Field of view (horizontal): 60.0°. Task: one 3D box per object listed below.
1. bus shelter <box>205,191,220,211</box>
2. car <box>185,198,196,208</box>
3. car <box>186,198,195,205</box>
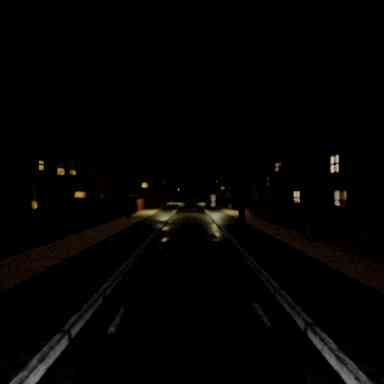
[{"bbox_3d":[2.847,1.174,47.079,1.920,2.740,3.880,0,0,0],"label":"bus shelter"},{"bbox_3d":[-0.207,1.974,55.773,1.895,1.301,4.718,0,0,0],"label":"car"},{"bbox_3d":[-0.259,1.931,69.224,1.895,1.301,4.718,0,-1,0],"label":"car"}]
